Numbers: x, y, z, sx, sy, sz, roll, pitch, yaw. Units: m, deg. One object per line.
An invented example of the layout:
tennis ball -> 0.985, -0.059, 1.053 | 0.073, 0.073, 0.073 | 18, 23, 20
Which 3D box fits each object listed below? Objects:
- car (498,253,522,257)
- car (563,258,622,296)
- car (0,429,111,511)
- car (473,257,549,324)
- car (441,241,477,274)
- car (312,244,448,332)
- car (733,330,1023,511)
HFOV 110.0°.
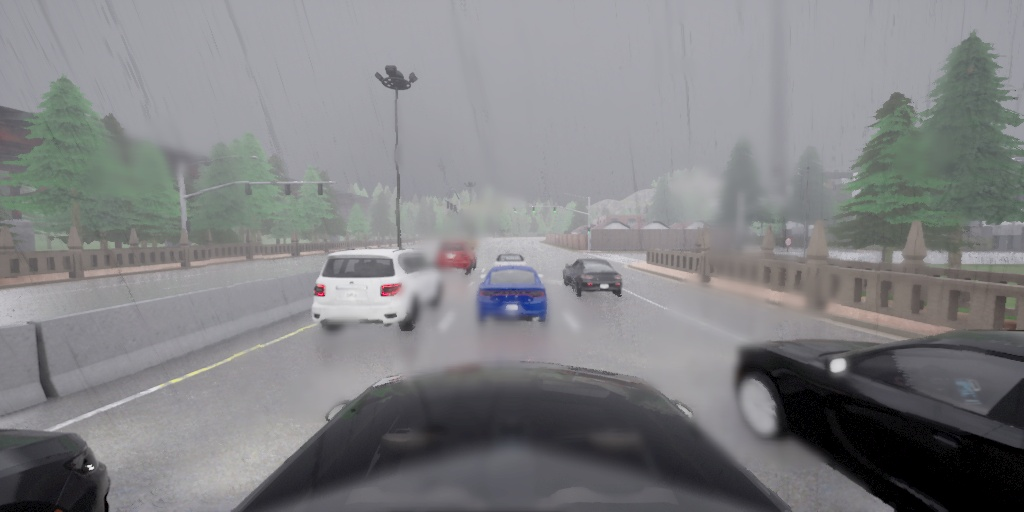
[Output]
car -> -0.121, 0.494, 22.660 | 1.895, 1.301, 4.718 | 0, 3, -1
car -> 3.455, 0.829, 15.806 | 1.812, 1.442, 4.674 | 0, 3, -1
car -> -3.389, 1.253, 0.155 | 1.837, 1.490, 4.892 | 0, 0, -1
car -> 0.007, 1.020, 11.172 | 1.882, 1.535, 5.008 | 0, 2, -1
car -> -3.637, 0.031, 24.033 | 2.150, 2.045, 5.566 | 0, 4, -1
car -> -3.484, 0.796, 10.380 | 2.150, 2.045, 5.566 | 0, 2, -1
car -> 3.595, 1.226, 2.279 | 1.882, 1.535, 5.008 | 0, 0, 0
